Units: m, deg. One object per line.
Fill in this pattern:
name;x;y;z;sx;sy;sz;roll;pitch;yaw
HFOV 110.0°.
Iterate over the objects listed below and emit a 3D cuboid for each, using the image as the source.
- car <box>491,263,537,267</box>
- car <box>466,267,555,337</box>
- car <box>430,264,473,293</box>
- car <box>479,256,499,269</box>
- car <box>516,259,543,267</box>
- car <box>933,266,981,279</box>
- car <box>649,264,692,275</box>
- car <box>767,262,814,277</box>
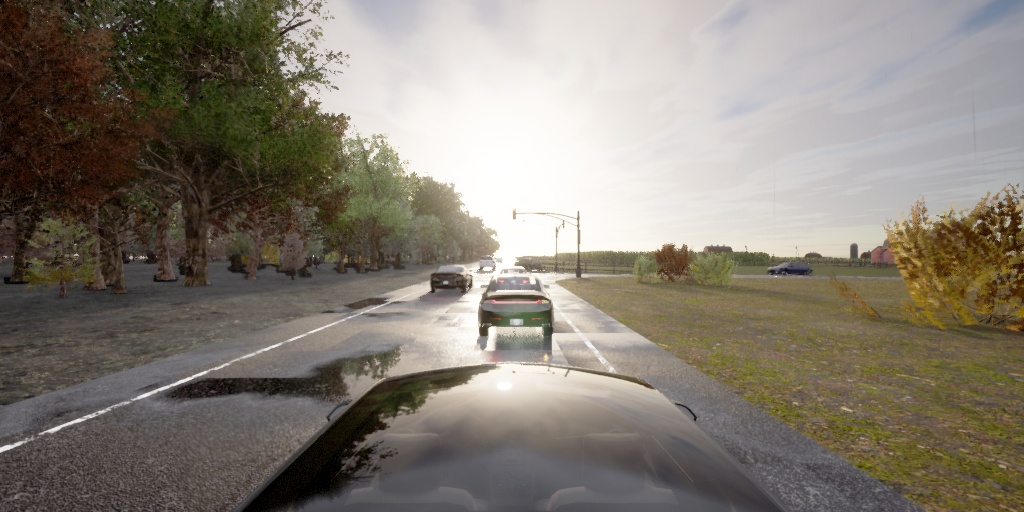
car;0.076;1.302;20.060;2.033;1.411;5.357;0;0;0
car;0.090;1.244;10.319;2.128;1.511;4.902;0;0;0
car;-3.425;1.232;21.003;1.882;1.535;5.008;0;0;0
car;-3.468;0.979;51.880;2.150;2.045;5.566;0;0;0
car;2.092;1.120;49.252;2.097;1.767;4.553;0;0;-37
car;48.857;1.882;39.292;4.718;1.301;1.895;1;-1;1
car;18.972;1.521;43.006;4.892;1.490;1.837;1;-1;0
car;33.223;1.522;42.962;4.553;1.767;2.097;1;-1;0
